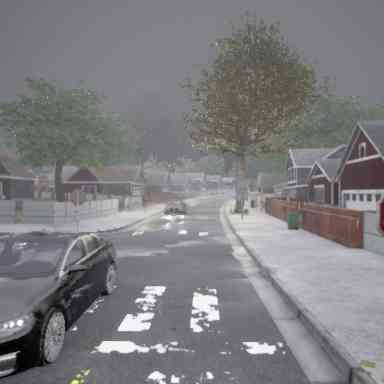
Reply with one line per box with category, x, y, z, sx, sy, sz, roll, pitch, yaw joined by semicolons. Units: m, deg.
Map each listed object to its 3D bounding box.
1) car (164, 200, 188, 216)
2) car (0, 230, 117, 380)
car;-1.450;1.464;31.735;1.994;1.385;4.181;0;1;4
car;-2.672;1.495;5.855;2.128;1.511;4.902;0;0;1
